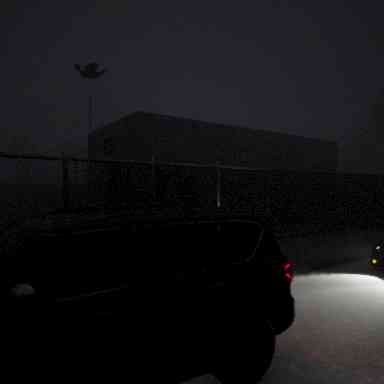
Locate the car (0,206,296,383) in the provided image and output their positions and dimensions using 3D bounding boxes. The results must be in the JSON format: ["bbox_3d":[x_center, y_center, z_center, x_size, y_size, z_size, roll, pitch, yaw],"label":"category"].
[{"bbox_3d":[-1.194,1.221,3.757,5.566,2.045,2.150,0,0,-36],"label":"car"}]

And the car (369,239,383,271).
[{"bbox_3d":[6.948,1.552,9.529,4.181,1.385,1.994,0,0,-35],"label":"car"}]
